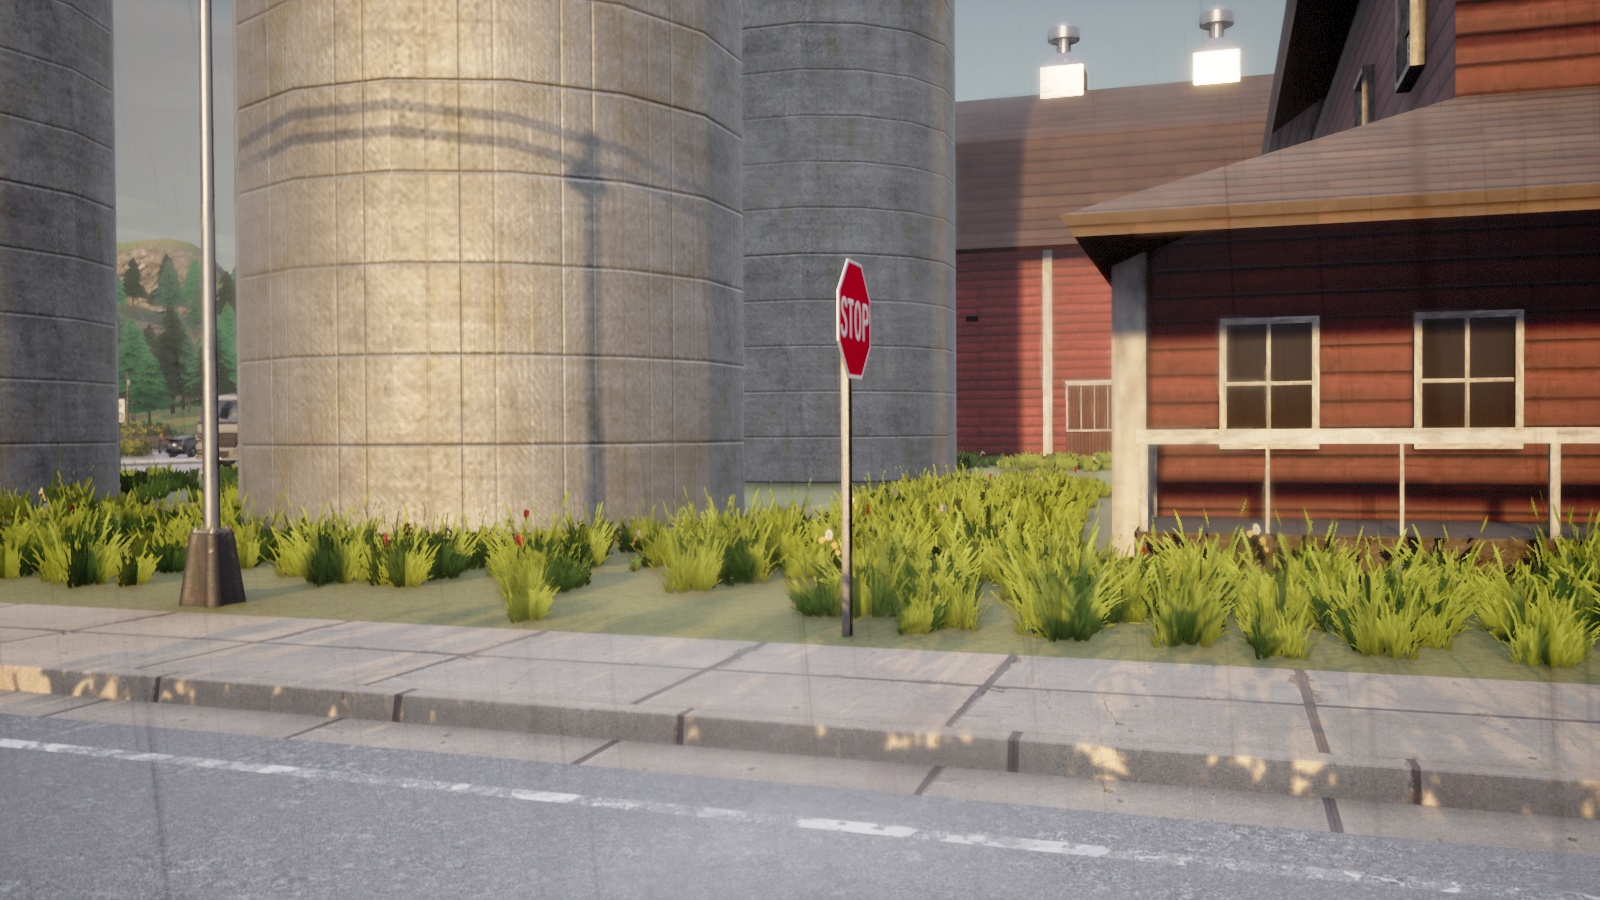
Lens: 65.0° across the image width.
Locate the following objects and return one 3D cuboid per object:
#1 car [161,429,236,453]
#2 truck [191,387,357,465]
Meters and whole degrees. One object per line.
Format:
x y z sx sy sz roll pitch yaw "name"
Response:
-40.582 -0.637 84.856 2.007 1.525 4.514 0 1 17 "car"
-24.971 -1.147 60.156 2.891 3.462 7.936 0 1 18 "truck"
